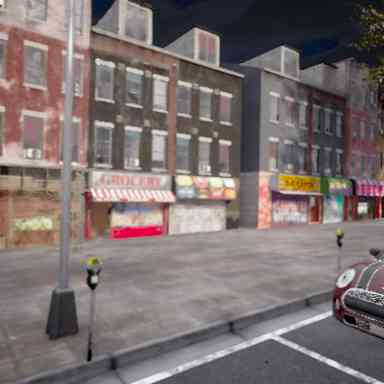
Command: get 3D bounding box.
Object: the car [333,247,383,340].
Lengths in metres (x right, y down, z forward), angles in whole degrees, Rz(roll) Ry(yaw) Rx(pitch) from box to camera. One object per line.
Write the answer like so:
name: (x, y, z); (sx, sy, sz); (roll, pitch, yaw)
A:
car: (4.298, 1.440, 5.846); (4.097, 1.590, 1.967); (0, 2, -35)
